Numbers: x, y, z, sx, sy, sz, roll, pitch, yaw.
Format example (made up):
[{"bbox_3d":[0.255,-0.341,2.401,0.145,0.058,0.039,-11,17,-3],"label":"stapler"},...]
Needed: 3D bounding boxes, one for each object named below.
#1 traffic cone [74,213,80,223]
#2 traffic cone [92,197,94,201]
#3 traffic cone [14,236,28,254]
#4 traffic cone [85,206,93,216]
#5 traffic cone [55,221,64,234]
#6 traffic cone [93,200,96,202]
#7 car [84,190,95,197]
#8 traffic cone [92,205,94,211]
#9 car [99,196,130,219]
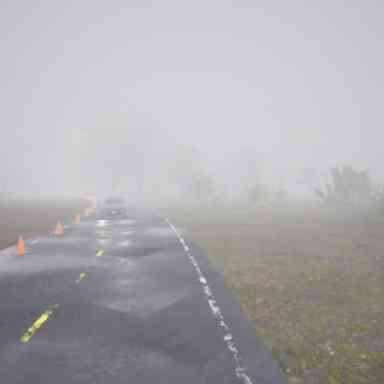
[{"bbox_3d":[-7.267,1.641,21.133,0.340,0.580,0.340,0,1,-10],"label":"traffic cone"},{"bbox_3d":[-13.001,1.281,45.088,0.340,0.580,0.340,0,1,-17],"label":"traffic cone"},{"bbox_3d":[-5.848,1.791,11.378,0.340,0.580,0.340,0,1,-7],"label":"traffic cone"},{"bbox_3d":[-8.165,1.568,25.980,0.340,0.580,0.340,0,1,-11],"label":"traffic cone"},{"bbox_3d":[-6.495,1.716,16.265,0.340,0.580,0.340,0,1,-8],"label":"traffic cone"},{"bbox_3d":[-10.336,1.423,35.596,0.340,0.580,0.340,0,1,-14],"label":"traffic cone"},{"bbox_3d":[-23.584,0.338,76.735,2.128,1.511,4.902,-1,1,-27],"label":"car"},{"bbox_3d":[-9.189,1.495,30.802,0.340,0.580,0.340,0,1,-13],"label":"traffic cone"},{"bbox_3d":[-5.786,1.127,24.965,1.837,1.490,4.892,0,1,-11],"label":"car"}]
